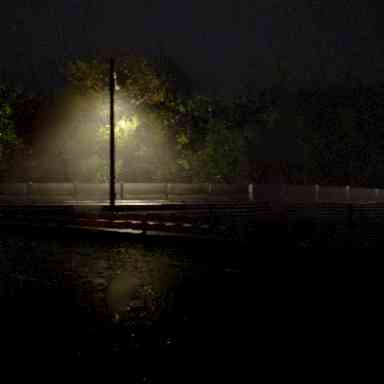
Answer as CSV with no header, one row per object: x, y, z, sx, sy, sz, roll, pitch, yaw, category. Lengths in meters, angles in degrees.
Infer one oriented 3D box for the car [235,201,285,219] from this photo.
5.689,1.484,27.850,4.181,1.385,1.994,0,0,-15,car

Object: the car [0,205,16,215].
-15.106,1.517,24.156,4.181,1.385,1.994,0,0,-4,car
